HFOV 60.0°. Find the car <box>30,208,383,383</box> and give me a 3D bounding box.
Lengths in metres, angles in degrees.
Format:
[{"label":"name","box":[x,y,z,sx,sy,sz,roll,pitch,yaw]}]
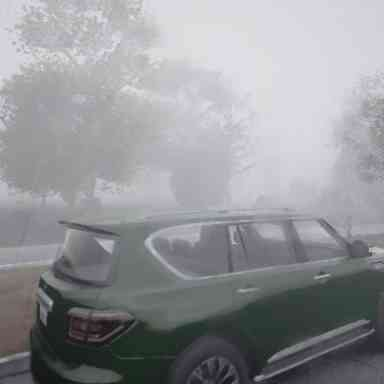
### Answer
[{"label":"car","box":[0.834,1.229,4.621,5.566,2.045,2.435,0,-2,-34]}]
